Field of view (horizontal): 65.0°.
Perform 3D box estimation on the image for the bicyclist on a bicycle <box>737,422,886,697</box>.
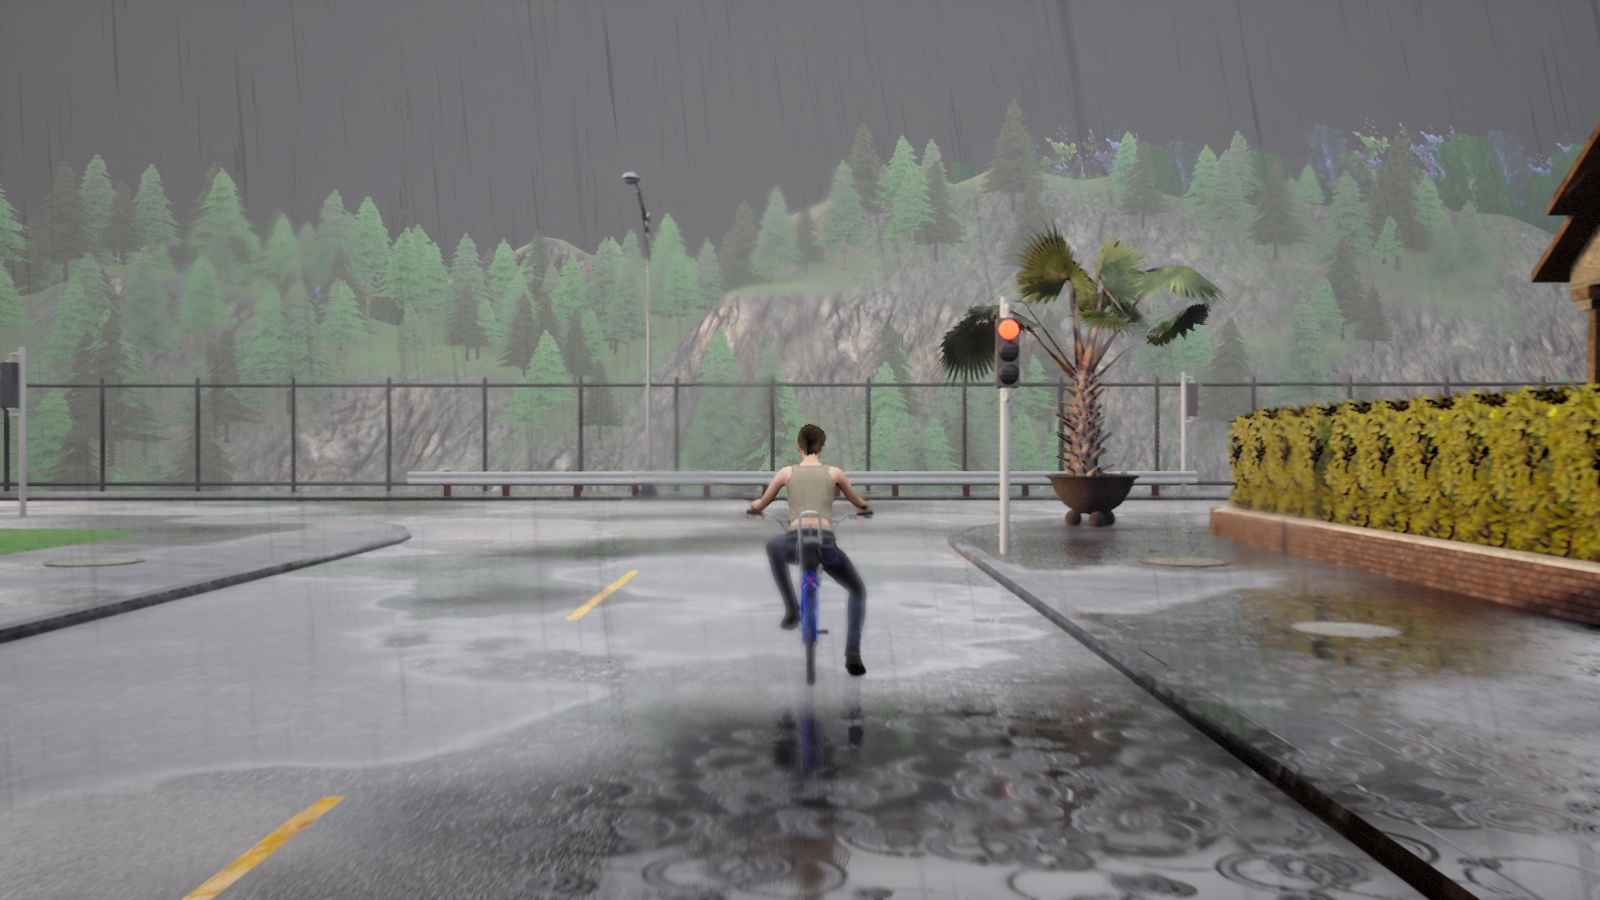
[{"bbox_3d":[0.066,0.637,8.106,0.866,1.612,1.509,0,0,0],"label":"bicyclist on a bicycle"}]
